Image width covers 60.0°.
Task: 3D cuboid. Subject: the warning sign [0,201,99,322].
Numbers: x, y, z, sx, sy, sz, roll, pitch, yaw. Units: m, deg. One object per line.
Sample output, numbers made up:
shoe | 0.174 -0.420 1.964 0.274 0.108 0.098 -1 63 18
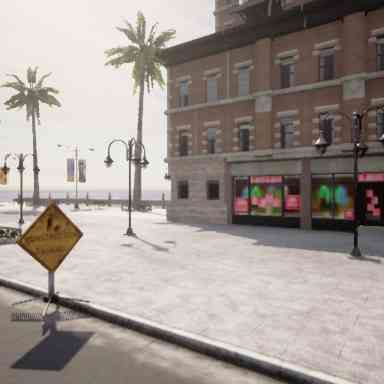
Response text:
warning sign | -2.565 1.112 6.067 1.060 1.860 1.300 0 0 35
